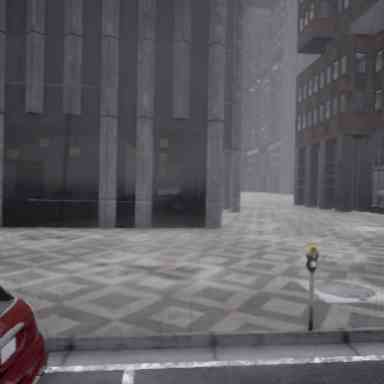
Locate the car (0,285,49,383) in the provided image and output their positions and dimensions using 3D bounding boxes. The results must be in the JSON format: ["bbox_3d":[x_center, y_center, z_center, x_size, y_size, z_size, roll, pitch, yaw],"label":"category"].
[{"bbox_3d":[-3.519,1.369,2.701,4.097,1.590,1.967,1,0,-6],"label":"car"}]
